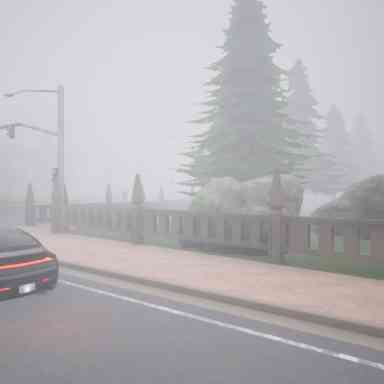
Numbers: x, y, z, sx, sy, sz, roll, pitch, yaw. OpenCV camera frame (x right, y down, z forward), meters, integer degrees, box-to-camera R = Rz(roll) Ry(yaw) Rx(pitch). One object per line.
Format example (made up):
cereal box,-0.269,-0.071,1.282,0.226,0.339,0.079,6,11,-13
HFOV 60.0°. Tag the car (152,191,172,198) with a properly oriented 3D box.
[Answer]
car,-5.109,0.531,68.252,2.033,1.411,5.357,0,5,35

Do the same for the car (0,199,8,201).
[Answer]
car,-22.553,1.528,37.930,2.033,1.411,5.357,0,0,36

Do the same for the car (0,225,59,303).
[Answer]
car,-4.960,1.501,7.473,4.892,1.490,1.837,0,0,36

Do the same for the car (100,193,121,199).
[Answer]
car,-14.380,1.158,55.354,2.150,2.045,5.566,0,1,36

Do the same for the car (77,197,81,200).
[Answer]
car,-18.101,1.465,56.157,1.837,1.490,4.892,0,1,36

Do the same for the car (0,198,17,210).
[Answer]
car,-24.361,1.543,41.413,1.994,1.385,4.181,0,0,36

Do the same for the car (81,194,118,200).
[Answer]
car,-13.855,1.505,50.066,1.812,1.442,4.674,0,0,36

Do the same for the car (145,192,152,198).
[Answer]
car,-8.980,0.737,68.847,1.837,1.490,4.892,0,3,35
